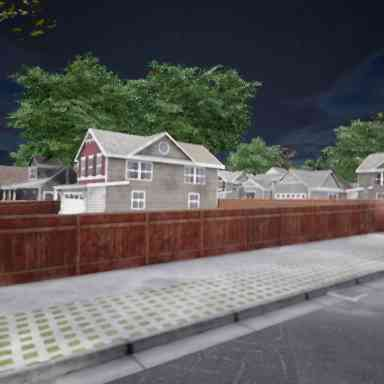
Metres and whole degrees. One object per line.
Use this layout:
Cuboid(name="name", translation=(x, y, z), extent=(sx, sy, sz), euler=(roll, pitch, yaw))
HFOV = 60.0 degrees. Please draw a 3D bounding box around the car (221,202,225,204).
Cuboid(name="car", translation=(4.795, 1.937, 41.932), extent=(1.994, 1.385, 4.181), euler=(3, -2, -37))
